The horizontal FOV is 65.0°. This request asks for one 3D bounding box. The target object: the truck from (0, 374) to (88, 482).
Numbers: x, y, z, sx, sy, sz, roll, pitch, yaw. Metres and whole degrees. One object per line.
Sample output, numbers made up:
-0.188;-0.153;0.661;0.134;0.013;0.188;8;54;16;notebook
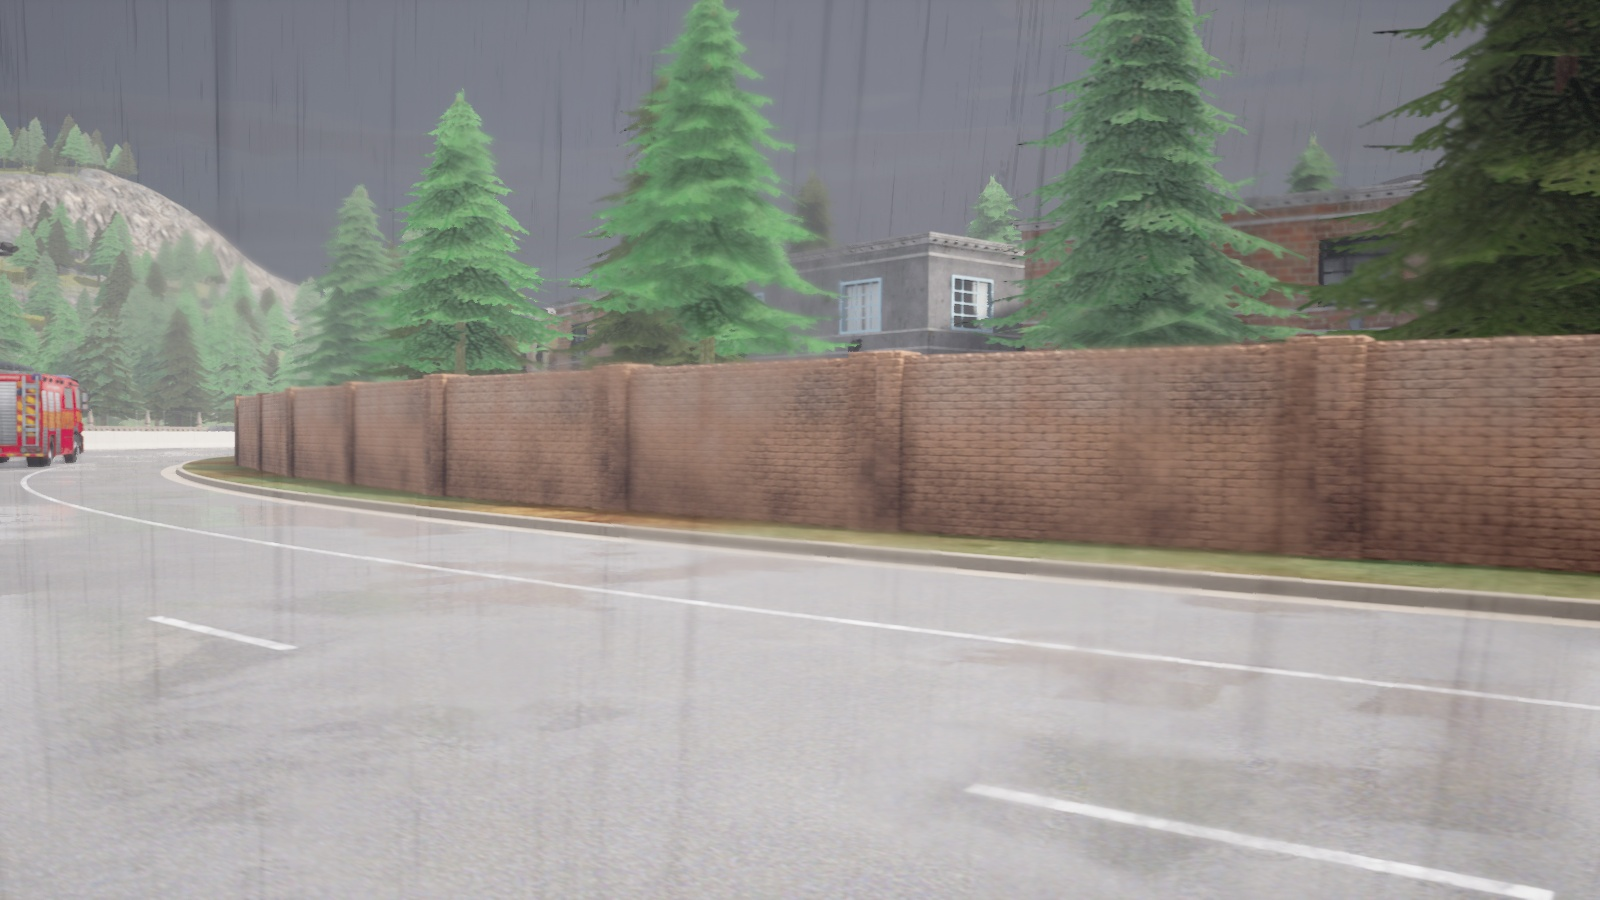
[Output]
-29.741;-0.813;48.155;2.891;3.827;8.468;-1;1;-21;truck
